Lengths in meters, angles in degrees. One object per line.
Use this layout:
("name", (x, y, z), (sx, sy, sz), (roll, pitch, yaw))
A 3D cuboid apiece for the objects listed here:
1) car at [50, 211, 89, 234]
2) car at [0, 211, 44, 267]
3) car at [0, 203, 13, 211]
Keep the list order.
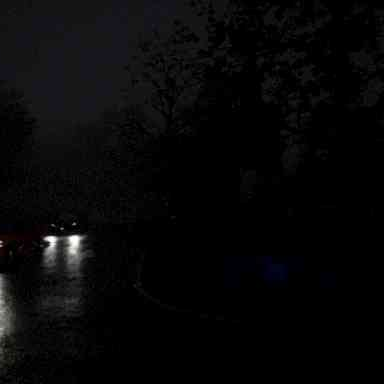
("car", (-8.761, 2.143, 24.156), (1.812, 1.442, 4.674), (-1, 0, -6))
("car", (-7.711, 1.867, 13.384), (2.097, 1.767, 4.553), (-1, -1, -5))
("car", (-26.449, 2.124, 43.895), (5.008, 1.535, 1.882), (0, -1, -6))
